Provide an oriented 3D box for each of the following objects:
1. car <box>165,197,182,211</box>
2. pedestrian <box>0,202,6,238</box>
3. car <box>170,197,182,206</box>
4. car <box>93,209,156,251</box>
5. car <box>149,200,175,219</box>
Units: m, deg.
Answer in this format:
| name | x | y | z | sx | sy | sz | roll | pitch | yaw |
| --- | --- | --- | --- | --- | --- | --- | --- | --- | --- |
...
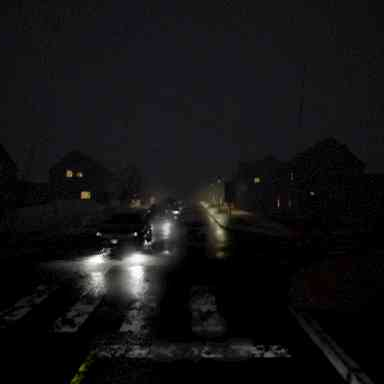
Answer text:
| name | x | y | z | sx | sy | sz | roll | pitch | yaw |
| --- | --- | --- | --- | --- | --- | --- | --- | --- | --- |
| car | -2.836 | 1.506 | 43.364 | 2.097 | 1.767 | 4.553 | 0 | 0 | 0 |
| pedestrian | -9.811 | 1.397 | 16.840 | 0.375 | 1.860 | 0.375 | 0 | -3 | -1 |
| car | -2.760 | 1.737 | 59.835 | 1.882 | 1.535 | 5.008 | 0 | -1 | 1 |
| car | -2.839 | 1.631 | 14.510 | 1.812 | 1.442 | 4.674 | 0 | -2 | 0 |
| car | -2.840 | 1.692 | 29.721 | 1.895 | 1.301 | 4.718 | 0 | 0 | 0 |
